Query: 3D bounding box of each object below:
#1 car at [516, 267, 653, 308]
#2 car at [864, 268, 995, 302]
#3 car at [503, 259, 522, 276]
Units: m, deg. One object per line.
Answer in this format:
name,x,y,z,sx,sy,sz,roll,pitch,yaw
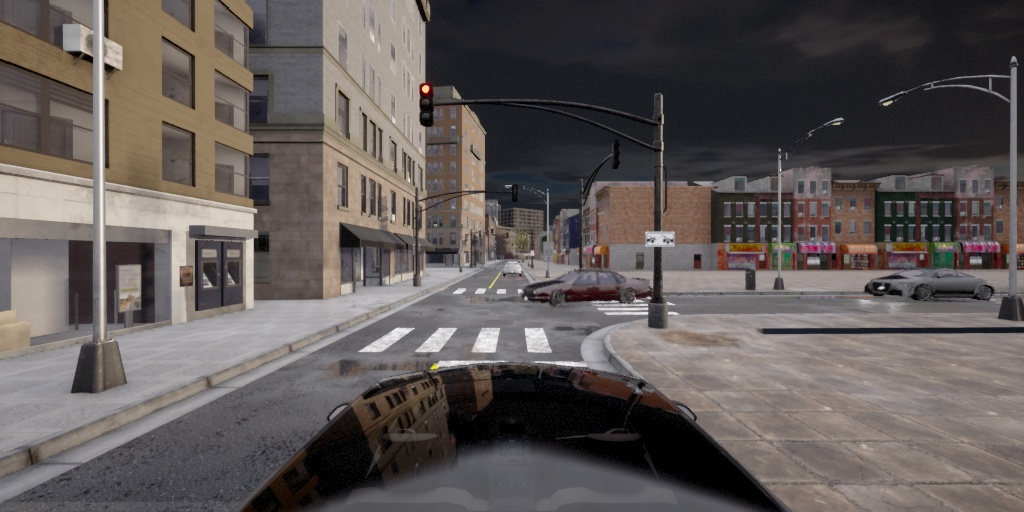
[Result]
car,3.120,1.286,14.941,5.357,1.411,2.033,0,0,-15
car,18.474,1.237,16.001,4.181,1.385,1.994,0,0,0
car,0.061,1.281,37.269,1.812,1.442,4.674,0,0,1
